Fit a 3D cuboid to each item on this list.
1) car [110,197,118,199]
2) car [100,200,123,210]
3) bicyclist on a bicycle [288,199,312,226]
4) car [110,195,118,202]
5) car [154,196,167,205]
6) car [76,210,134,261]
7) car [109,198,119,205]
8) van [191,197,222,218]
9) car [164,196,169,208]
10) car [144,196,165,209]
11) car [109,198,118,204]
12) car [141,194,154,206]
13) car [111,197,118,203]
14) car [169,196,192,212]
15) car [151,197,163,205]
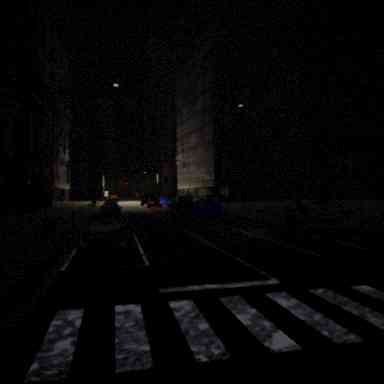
[{"bbox_3d":[-10.548,1.733,44.318,2.008,1.369,4.403,0,0,-13],"label":"car"},{"bbox_3d":[-6.878,1.651,28.355,1.887,1.381,4.507,0,0,-13],"label":"car"},{"bbox_3d":[6.697,1.264,20.549,1.656,1.620,0.582,-1,0,-13],"label":"bicyclist on a bicycle"},{"bbox_3d":[-21.554,1.869,92.203,2.192,1.841,5.009,0,-1,-13],"label":"car"},{"bbox_3d":[-5.908,1.643,62.185,1.967,1.590,4.097,0,0,-13],"label":"car"},{"bbox_3d":[-3.209,1.597,12.393,2.008,1.369,4.403,0,0,-13],"label":"car"},{"bbox_3d":[-15.440,1.898,65.599,1.802,1.307,4.206,0,0,-13],"label":"car"},{"bbox_3d":[1.432,1.372,30.257,1.690,1.788,3.998,0,0,-13],"label":"van"},{"bbox_3d":[-2.238,1.658,46.221,2.008,1.369,4.403,0,0,-13],"label":"car"},{"bbox_3d":[-5.496,1.673,48.873,1.812,1.442,4.674,-1,0,-13],"label":"car"},{"bbox_3d":[-17.886,1.968,76.240,1.947,1.339,4.313,0,0,-13],"label":"car"},{"bbox_3d":[-7.787,1.429,58.855,2.150,2.045,5.566,-1,0,-13],"label":"car"},{"bbox_3d":[-20.293,2.024,86.715,1.752,1.417,4.829,0,-1,-13],"label":"car"},{"bbox_3d":[-1.014,1.395,40.901,2.192,1.841,5.009,0,0,-13],"label":"car"},{"bbox_3d":[-7.131,1.786,67.505,1.887,1.381,4.507,0,0,-13],"label":"car"}]
